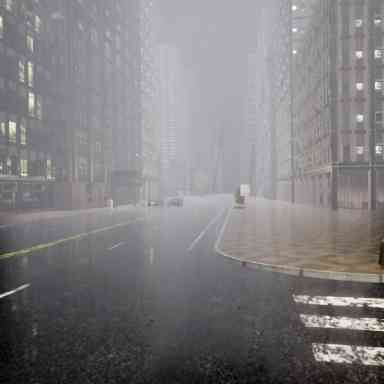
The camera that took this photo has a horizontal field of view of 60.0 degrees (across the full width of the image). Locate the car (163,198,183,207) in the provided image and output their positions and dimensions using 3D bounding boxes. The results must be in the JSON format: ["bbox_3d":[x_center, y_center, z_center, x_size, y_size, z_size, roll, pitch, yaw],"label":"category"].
[{"bbox_3d":[-2.647,1.678,53.956,2.033,1.411,5.357,-1,0,8],"label":"car"}]

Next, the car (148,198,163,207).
[{"bbox_3d":[-5.867,1.666,54.401,2.128,1.511,4.902,-1,0,8],"label":"car"}]
